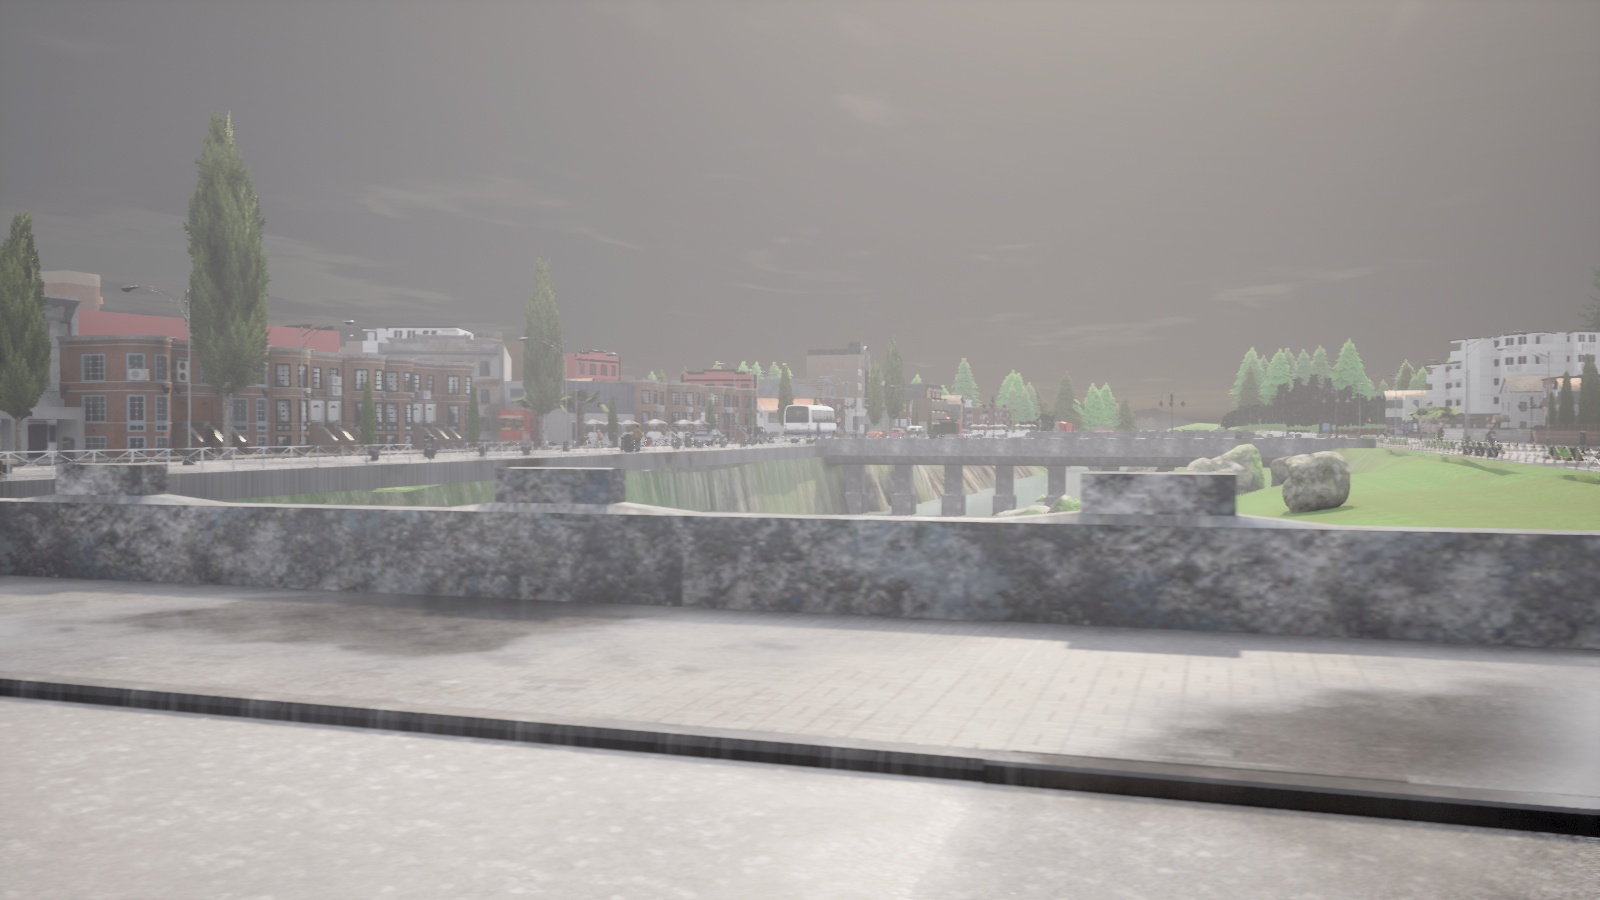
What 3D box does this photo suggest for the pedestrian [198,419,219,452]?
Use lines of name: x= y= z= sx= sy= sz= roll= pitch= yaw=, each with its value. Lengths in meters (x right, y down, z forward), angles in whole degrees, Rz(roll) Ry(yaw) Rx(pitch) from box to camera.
pedestrian: x=-33.239 y=-0.806 z=70.561 sx=0.634 sy=1.844 sz=0.899 roll=1 pitch=1 yaw=19
